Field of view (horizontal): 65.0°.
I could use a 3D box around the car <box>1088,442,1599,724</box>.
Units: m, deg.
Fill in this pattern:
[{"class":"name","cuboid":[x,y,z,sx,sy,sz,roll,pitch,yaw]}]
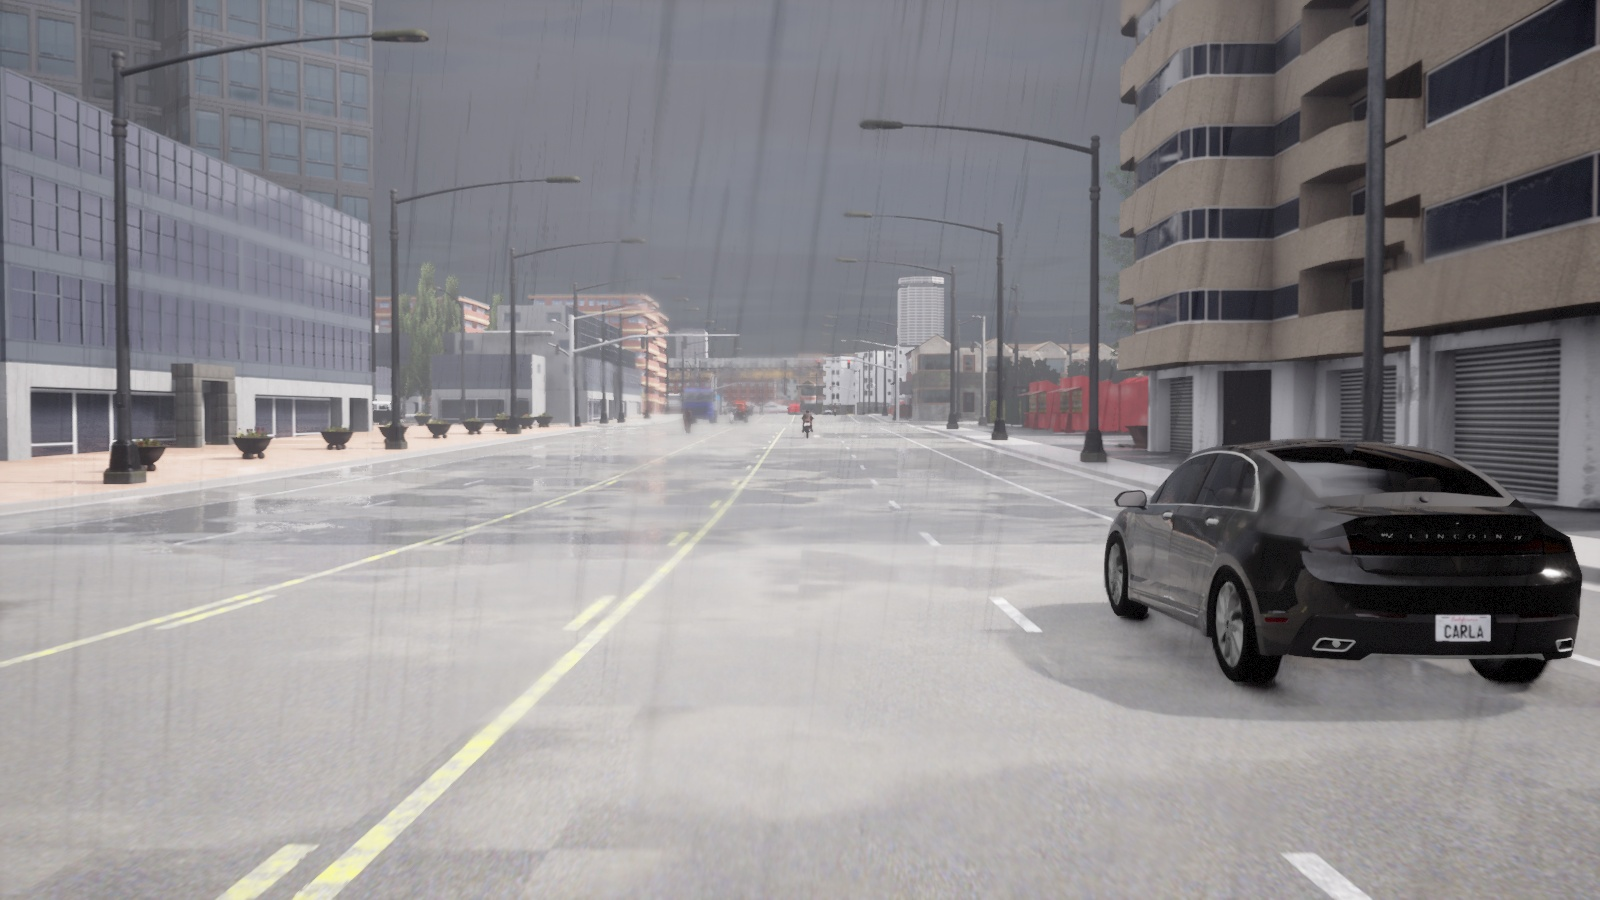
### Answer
[{"class":"car","cuboid":[3.568,0.694,9.140,1.837,1.490,4.892,0,0,0]}]
